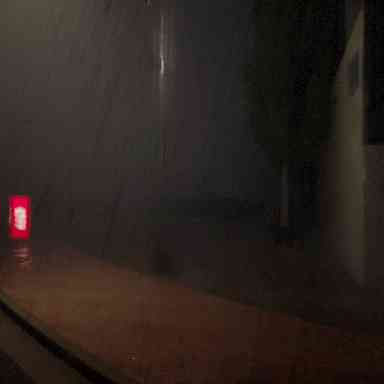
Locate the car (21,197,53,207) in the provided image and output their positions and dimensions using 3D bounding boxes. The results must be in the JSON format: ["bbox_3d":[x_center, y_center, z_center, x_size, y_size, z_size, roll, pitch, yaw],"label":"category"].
[{"bbox_3d":[-23.504,1.454,50.674,1.812,1.442,4.674,0,0,16],"label":"car"}]

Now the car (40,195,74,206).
[{"bbox_3d":[-20.134,1.163,49.720,2.128,1.511,4.902,0,0,16],"label":"car"}]

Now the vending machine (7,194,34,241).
[{"bbox_3d":[-7.996,1.158,15.516,1.100,2.100,0.880,1,0,-27],"label":"vending machine"}]

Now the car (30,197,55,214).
[{"bbox_3d":[-15.942,1.281,34.218,2.097,1.767,4.553,1,0,2],"label":"car"}]
